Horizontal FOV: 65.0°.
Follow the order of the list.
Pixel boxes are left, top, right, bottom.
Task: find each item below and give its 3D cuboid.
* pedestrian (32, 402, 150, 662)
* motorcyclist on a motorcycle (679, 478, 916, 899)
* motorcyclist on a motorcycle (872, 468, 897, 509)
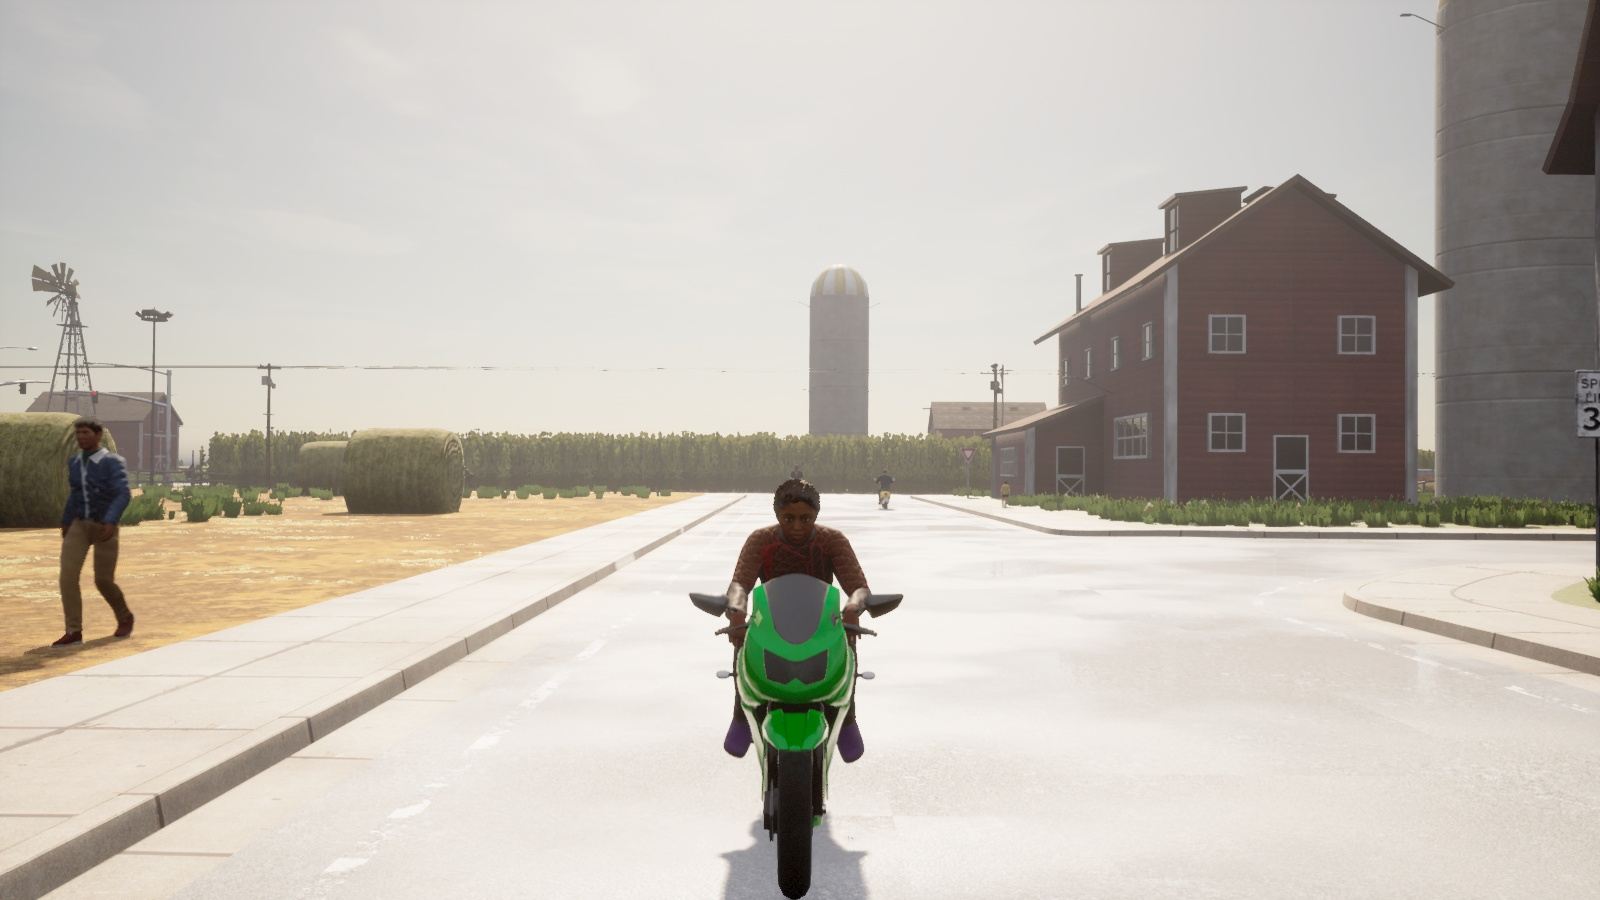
[{"bbox_3d":[-5.544,0.623,9.851,0.423,1.949,0.788,0,-1,5],"label":"pedestrian"},{"bbox_3d":[-0.010,0.879,5.257,0.797,1.523,2.044,0,-1,0],"label":"motorcyclist on a motorcycle"},{"bbox_3d":[3.371,1.523,49.975,0.866,1.590,1.817,0,-1,0],"label":"motorcyclist on a motorcycle"}]
